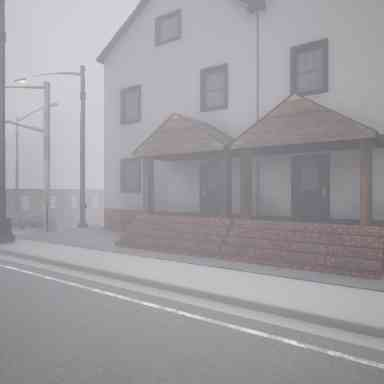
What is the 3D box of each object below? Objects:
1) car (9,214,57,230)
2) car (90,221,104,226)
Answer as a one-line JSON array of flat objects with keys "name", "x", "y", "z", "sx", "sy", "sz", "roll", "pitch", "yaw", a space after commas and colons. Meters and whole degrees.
[{"name": "car", "x": -14.069, "y": 2.655, "z": 29.317, "sx": 1.994, "sy": 1.385, "sz": 4.181, "roll": 0, "pitch": -9, "yaw": 36}, {"name": "car", "x": -8.969, "y": 3.820, "z": 36.408, "sx": 2.097, "sy": 1.767, "sz": 4.553, "roll": 0, "pitch": -12, "yaw": 35}]
